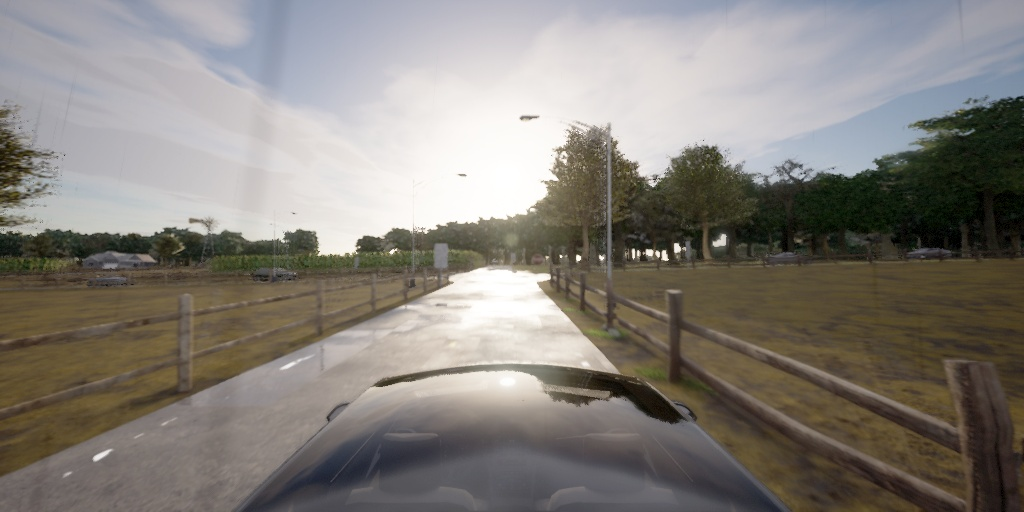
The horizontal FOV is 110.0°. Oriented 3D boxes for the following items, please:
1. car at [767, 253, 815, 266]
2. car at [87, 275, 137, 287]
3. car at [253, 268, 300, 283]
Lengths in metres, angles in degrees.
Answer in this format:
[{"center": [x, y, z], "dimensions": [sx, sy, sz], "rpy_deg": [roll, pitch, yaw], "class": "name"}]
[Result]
[{"center": [32.329, 0.402, 41.617], "dimensions": [4.902, 1.511, 2.128], "rpy_deg": [-2, -3, 0], "class": "car"}, {"center": [-46.222, 2.864, 41.506], "dimensions": [4.181, 1.385, 1.994], "rpy_deg": [-1, -3, 0], "class": "car"}, {"center": [-27.156, 2.123, 41.539], "dimensions": [4.553, 1.767, 2.097], "rpy_deg": [-2, -3, 0], "class": "car"}]
